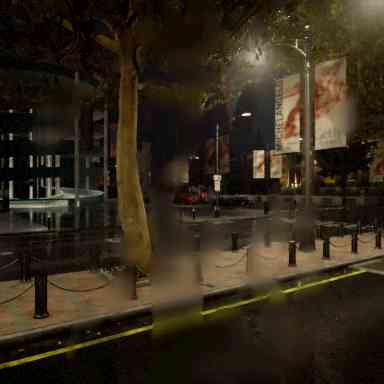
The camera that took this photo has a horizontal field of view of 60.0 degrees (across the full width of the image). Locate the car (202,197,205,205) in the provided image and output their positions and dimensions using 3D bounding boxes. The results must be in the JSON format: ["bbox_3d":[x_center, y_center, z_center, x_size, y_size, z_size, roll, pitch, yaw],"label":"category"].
[{"bbox_3d":[1.854,1.547,60.713,2.033,1.411,5.357,0,0,-36],"label":"car"}]

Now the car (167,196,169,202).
[{"bbox_3d":[-4.461,1.526,68.535,1.812,1.442,4.674,0,0,-44],"label":"car"}]

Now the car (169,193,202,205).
[{"bbox_3d":[-1.166,1.221,58.921,2.150,2.045,5.566,0,0,-36],"label":"car"}]

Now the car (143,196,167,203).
[{"bbox_3d":[-7.826,1.478,66.762,5.008,1.535,1.882,0,0,42],"label":"car"}]

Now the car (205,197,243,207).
[{"bbox_3d":[4.743,1.547,50.619,2.033,1.411,5.357,0,0,-35],"label":"car"}]

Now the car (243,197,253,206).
[{"bbox_3d":[7.500,1.491,52.763,2.128,1.511,4.902,0,0,-35],"label":"car"}]
